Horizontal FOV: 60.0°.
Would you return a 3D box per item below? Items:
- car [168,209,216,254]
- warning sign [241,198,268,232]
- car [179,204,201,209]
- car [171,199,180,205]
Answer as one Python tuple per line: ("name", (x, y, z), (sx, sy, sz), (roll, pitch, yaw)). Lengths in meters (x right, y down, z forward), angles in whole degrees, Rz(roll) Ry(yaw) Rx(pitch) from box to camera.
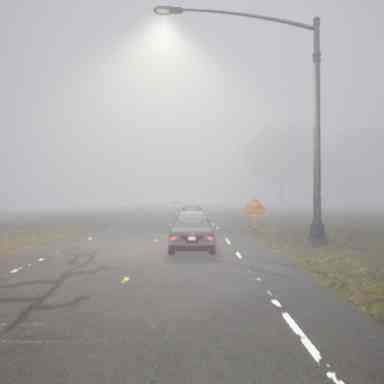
("car", (-0.002, 1.672, 13.975), (2.033, 1.411, 5.357), (0, 0, 0))
("warning sign", (3.557, 1.281, 18.927), (1.300, 1.860, 1.060), (1, 0, 0))
("car", (-0.005, 1.844, 29.093), (1.895, 1.301, 4.718), (0, 0, 0))
("car", (-3.517, 2.166, 70.927), (1.895, 1.301, 4.718), (0, 0, 0))
